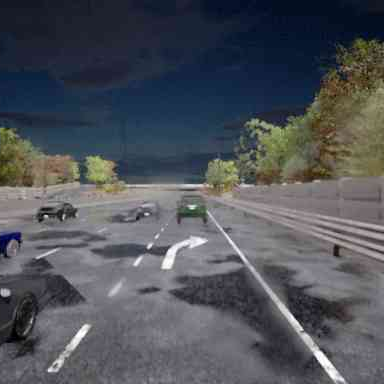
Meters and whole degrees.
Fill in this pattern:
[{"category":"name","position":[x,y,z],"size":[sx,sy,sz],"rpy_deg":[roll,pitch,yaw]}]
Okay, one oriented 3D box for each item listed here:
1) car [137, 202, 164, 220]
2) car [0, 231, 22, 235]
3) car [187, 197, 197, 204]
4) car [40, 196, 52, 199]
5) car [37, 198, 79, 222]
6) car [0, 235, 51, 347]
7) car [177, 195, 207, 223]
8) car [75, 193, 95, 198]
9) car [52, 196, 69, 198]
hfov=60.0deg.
[{"category":"car","position":[-3.398,1.510,27.379],"size":[1.812,1.442,4.674],"rpy_deg":[0,0,0]},{"category":"car","position":[-6.896,1.593,9.658],"size":[1.895,1.301,4.718],"rpy_deg":[0,0,0]},{"category":"car","position":[0.010,1.633,64.366],"size":[1.895,1.301,4.718],"rpy_deg":[0,0,0]},{"category":"car","position":[-31.490,1.546,72.350],"size":[2.033,1.411,5.357],"rpy_deg":[0,0,0]},{"category":"car","position":[-10.395,1.489,26.127],"size":[1.837,1.490,4.892],"rpy_deg":[0,0,0]},{"category":"car","position":[-3.401,1.544,3.389],"size":[2.033,1.411,5.357],"rpy_deg":[0,0,0]},{"category":"car","position":[0.004,1.206,25.724],"size":[2.150,2.045,5.566],"rpy_deg":[0,0,0]},{"category":"car","position":[-20.991,1.235,66.601],"size":[2.150,2.045,5.566],"rpy_deg":[0,0,0]},{"category":"car","position":[-27.990,1.558,72.349],"size":[1.994,1.385,4.181],"rpy_deg":[0,0,0]}]
